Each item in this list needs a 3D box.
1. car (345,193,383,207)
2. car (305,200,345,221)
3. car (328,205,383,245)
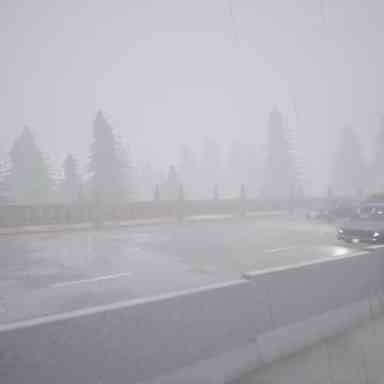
[{"bbox_3d":[12.653,1.083,21.593,5.566,2.045,2.150,0,0,-35],"label":"car"},{"bbox_3d":[10.285,1.355,24.209,4.902,1.511,2.128,0,0,-35],"label":"car"},{"bbox_3d":[8.449,1.458,14.313,5.357,1.411,2.033,0,0,-35],"label":"car"}]
